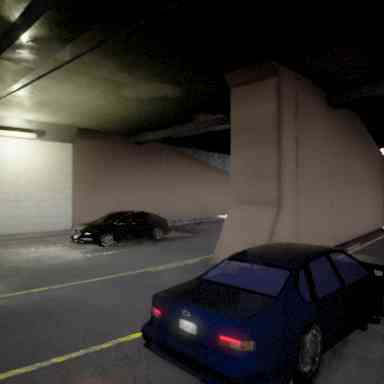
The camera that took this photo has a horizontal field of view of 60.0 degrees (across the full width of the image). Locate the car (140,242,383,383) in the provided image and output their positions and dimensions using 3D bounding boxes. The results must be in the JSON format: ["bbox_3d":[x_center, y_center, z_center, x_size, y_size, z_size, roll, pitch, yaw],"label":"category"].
[{"bbox_3d":[1.746,1.583,5.543,5.357,1.411,2.033,0,-1,-44],"label":"car"}]

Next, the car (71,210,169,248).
[{"bbox_3d":[-3.245,1.644,15.749,1.837,1.490,4.892,0,0,43],"label":"car"}]
